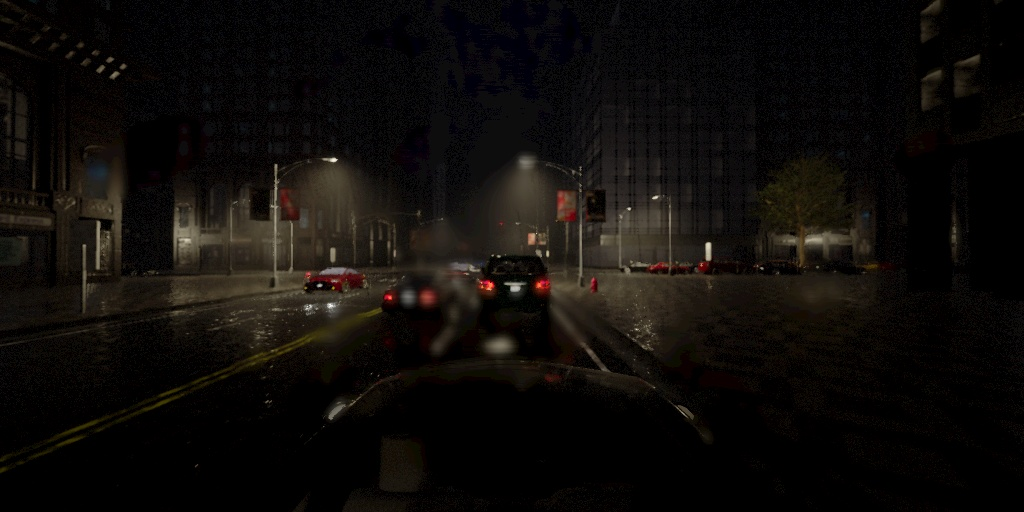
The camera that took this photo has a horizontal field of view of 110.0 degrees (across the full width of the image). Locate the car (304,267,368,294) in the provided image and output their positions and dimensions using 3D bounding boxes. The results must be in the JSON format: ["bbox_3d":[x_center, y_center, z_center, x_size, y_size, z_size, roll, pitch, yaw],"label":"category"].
[{"bbox_3d":[-9.829,1.325,20.298,1.994,1.385,4.181,0,0,0],"label":"car"}]

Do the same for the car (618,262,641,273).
[{"bbox_3d":[15.166,1.380,43.534,4.313,1.339,1.948,0,0,-1],"label":"car"}]

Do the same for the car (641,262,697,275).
[{"bbox_3d":[15.300,1.301,35.010,4.207,1.307,1.802,0,0,-1],"label":"car"}]

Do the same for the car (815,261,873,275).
[{"bbox_3d":[32.213,1.235,35.281,4.313,1.339,1.948,0,0,-1],"label":"car"}]

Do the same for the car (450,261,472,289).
[{"bbox_3d":[-3.164,1.262,23.090,2.128,1.511,4.902,0,0,0],"label":"car"}]

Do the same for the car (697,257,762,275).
[{"bbox_3d":[20.939,1.015,35.101,5.009,1.841,2.192,0,0,-1],"label":"car"}]

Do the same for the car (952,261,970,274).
[{"bbox_3d":[43.489,1.189,35.462,4.507,1.381,1.888,0,0,-1],"label":"car"}]

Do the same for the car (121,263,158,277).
[{"bbox_3d":[-39.517,1.478,37.036,4.892,1.490,1.837,0,-1,0],"label":"car"}]

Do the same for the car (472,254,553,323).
[{"bbox_3d":[0.096,0.971,12.276,2.150,2.045,5.566,0,0,0],"label":"car"}]

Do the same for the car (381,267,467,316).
[{"bbox_3d":[-3.142,1.297,13.354,2.033,1.411,5.357,0,0,0],"label":"car"}]

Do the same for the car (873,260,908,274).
[{"bbox_3d":[42.014,1.154,38.073,5.008,1.535,1.882,0,-1,0],"label":"car"}]

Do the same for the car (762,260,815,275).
[{"bbox_3d":[26.576,1.250,35.191,4.313,1.339,1.948,0,0,-1],"label":"car"}]
